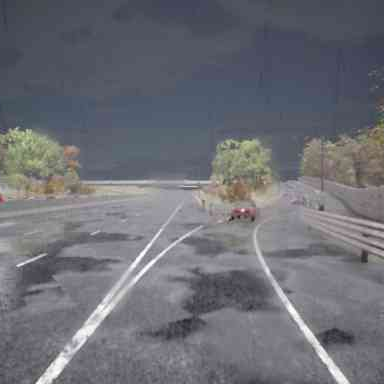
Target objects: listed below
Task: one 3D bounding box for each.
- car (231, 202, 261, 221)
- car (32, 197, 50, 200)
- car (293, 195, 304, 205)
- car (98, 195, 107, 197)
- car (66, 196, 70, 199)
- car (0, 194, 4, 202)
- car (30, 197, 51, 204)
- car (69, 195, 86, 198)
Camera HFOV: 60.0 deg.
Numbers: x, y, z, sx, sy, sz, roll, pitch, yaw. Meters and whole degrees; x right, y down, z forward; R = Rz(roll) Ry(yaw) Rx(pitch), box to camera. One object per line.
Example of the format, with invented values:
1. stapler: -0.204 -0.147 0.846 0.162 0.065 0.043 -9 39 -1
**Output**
1. car: 5.009 1.671 30.423 2.097 1.767 4.553 0 -1 19
2. car: -21.180 1.528 47.363 2.033 1.411 5.357 0 0 0
3. car: 22.650 1.928 71.035 1.895 1.301 4.718 0 3 20
4. car: -21.209 1.431 79.483 1.837 1.490 4.892 0 0 0
5. car: -28.207 1.484 78.620 2.128 1.511 4.902 0 0 0
6. car: -28.183 1.195 45.786 2.150 2.045 5.566 0 0 0
7. car: -28.165 1.579 62.069 1.895 1.301 4.718 0 0 0
8. car: -21.169 1.588 63.442 1.895 1.301 4.718 0 0 0
